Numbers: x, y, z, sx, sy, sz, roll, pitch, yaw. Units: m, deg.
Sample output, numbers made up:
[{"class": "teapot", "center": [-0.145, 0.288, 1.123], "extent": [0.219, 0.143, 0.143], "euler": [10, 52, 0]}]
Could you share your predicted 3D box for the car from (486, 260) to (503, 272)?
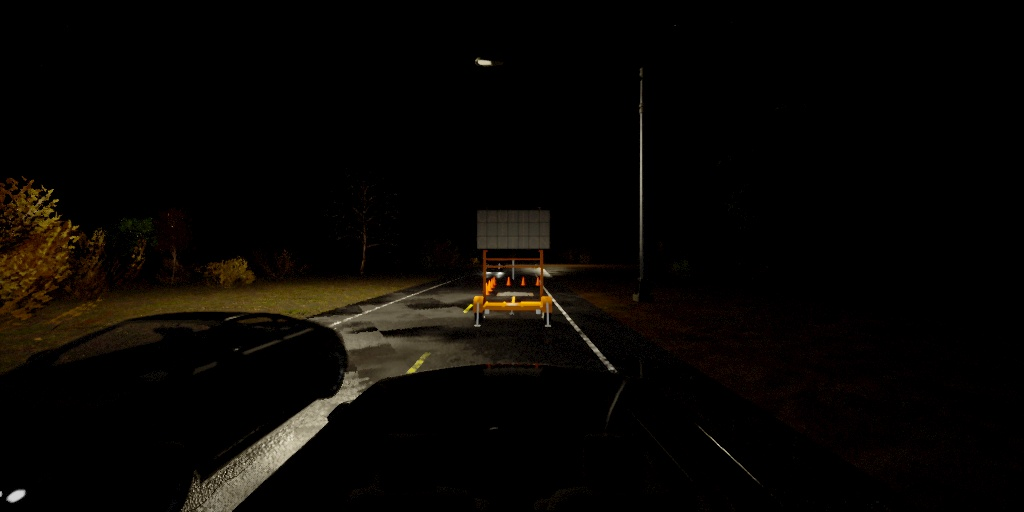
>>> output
[{"class": "car", "center": [-2.292, 1.094, 46.305], "extent": [2.097, 1.767, 4.553], "euler": [0, 0, 3]}]

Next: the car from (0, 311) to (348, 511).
[{"class": "car", "center": [-3.468, 1.314, 3.718], "extent": [1.994, 1.385, 4.181], "euler": [0, 0, 0]}]

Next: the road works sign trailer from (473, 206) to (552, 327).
[{"class": "road works sign trailer", "center": [0.042, 0.214, 11.548], "extent": [2.380, 3.560, 2.880], "euler": [0, 0, 1]}]
